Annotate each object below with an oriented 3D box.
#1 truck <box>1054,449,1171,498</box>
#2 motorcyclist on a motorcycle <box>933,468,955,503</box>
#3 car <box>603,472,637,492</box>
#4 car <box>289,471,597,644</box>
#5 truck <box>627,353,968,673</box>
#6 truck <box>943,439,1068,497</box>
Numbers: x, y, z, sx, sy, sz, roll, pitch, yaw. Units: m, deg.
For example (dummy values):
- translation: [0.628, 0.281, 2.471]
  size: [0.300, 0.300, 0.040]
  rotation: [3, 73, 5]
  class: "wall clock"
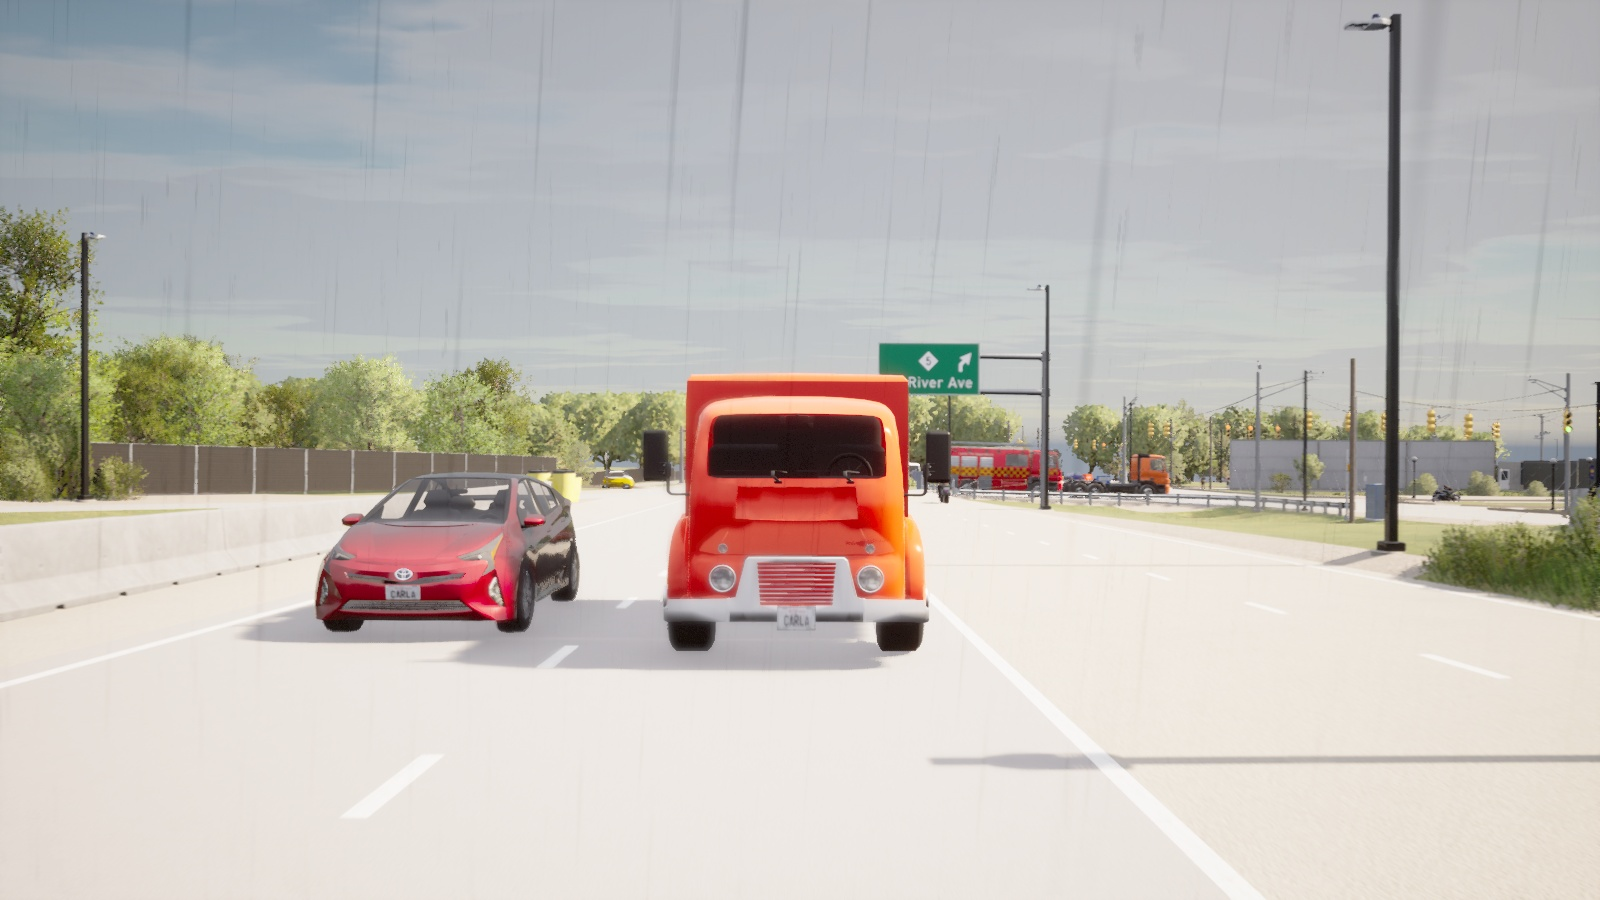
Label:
- translation: [23.284, 1.745, 93.849]
  size: [7.936, 3.462, 2.891]
  rotation: [1, -1, -1]
  class: "truck"
- translation: [6.860, 1.670, 59.879]
  size: [0.766, 1.649, 2.350]
  rotation: [0, -1, 0]
  class: "motorcyclist on a motorcycle"
- translation: [-12.896, 2.276, 90.099]
  size: [2.207, 1.376, 1.481]
  rotation: [0, -1, 1]
  class: "car"
- translation: [-3.531, 0.993, 13.403]
  size: [2.007, 1.525, 4.514]
  rotation: [0, -1, 0]
  class: "car"
- translation: [-0.030, 0.529, 12.320]
  size: [2.627, 2.467, 5.204]
  rotation: [0, -1, 0]
  class: "truck"
- translation: [14.692, 1.303, 90.264]
  size: [8.468, 3.827, 2.891]
  rotation: [2, -1, 0]
  class: "truck"
